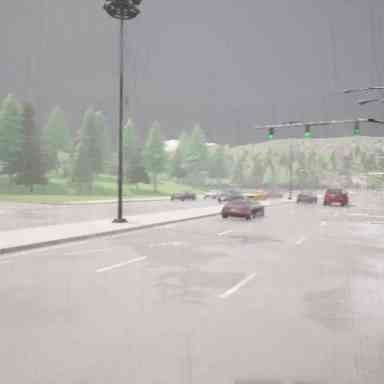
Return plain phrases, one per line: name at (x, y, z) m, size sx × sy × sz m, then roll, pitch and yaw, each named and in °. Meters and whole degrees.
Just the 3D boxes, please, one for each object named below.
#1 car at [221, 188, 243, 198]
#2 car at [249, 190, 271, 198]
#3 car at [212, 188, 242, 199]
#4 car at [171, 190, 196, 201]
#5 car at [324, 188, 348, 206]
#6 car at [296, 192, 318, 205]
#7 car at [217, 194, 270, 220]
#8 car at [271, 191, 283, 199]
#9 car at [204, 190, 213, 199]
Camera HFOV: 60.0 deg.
car at (7.177, 0.128, 59.240) m, size 2.097 × 1.767 × 4.553 m, roll 2°, pitch 1°, yaw 31°
car at (9.641, 0.501, 49.725) m, size 1.882 × 1.535 × 5.008 m, roll 2°, pitch 2°, yaw 31°
car at (4.942, 0.620, 41.822) m, size 2.128 × 1.511 × 4.902 m, roll 2°, pitch 2°, yaw 31°
car at (-1.064, 0.483, 45.401) m, size 1.812 × 1.442 × 4.674 m, roll 2°, pitch 1°, yaw 31°
car at (17.209, 0.585, 39.661) m, size 2.150 × 2.045 × 5.566 m, roll 2°, pitch 1°, yaw 31°
car at (14.614, 0.760, 42.144) m, size 2.128 × 1.511 × 4.902 m, roll 2°, pitch 1°, yaw 31°
car at (3.610, 1.097, 22.869) m, size 1.994 × 1.385 × 4.181 m, roll 2°, pitch 1°, yaw 29°
car at (14.240, 0.485, 57.391) m, size 1.994 × 1.385 × 4.181 m, roll 2°, pitch 2°, yaw 32°
car at (3.634, 0.377, 53.305) m, size 1.812 × 1.442 × 4.674 m, roll 2°, pitch 2°, yaw 31°
